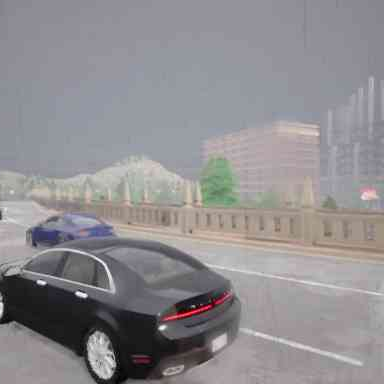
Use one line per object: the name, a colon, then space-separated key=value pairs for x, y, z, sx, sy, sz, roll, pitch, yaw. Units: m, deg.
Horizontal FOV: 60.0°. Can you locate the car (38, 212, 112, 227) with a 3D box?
car: x=-4.729 y=1.515 z=12.854 sx=4.674 sy=1.442 sz=1.812 roll=0 pitch=0 yaw=44

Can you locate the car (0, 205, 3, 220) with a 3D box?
car: x=-16.297 y=1.496 z=26.549 sx=1.812 sy=1.442 sz=4.674 roll=0 pitch=0 yaw=-35

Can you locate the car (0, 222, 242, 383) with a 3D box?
car: x=-1.567 y=1.501 z=5.397 sx=4.892 sy=1.490 sz=1.837 roll=0 pitch=0 yaw=39
